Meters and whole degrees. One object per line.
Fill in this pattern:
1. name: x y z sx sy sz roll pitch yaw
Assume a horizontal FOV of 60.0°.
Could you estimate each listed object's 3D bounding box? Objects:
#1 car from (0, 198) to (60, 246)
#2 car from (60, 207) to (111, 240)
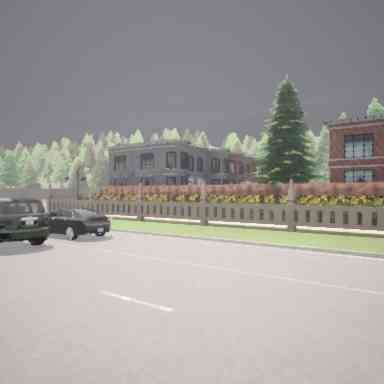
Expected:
1. car: -8.293 1.255 14.084 5.566 2.045 2.150 0 0 36
2. car: -6.236 1.514 16.916 4.892 1.490 1.837 0 0 36
